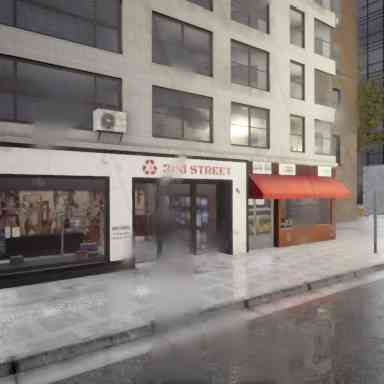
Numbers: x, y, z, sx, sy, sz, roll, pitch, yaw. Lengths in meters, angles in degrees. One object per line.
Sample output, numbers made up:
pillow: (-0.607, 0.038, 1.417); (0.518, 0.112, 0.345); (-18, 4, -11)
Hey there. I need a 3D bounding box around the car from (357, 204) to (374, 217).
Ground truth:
car: (14.773, 1.547, 31.934); (1.882, 1.535, 5.008); (0, 0, -35)
